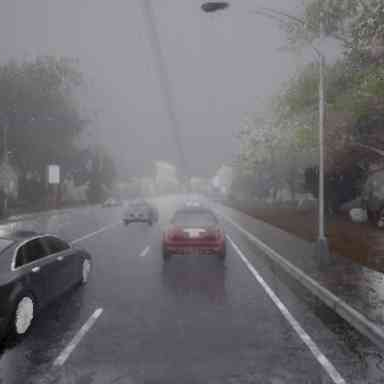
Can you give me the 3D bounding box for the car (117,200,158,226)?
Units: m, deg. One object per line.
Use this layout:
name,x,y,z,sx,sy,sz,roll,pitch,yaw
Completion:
car,-3.440,1.510,23.167,2.033,1.411,5.357,0,0,0

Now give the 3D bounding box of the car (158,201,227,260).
car,0.080,1.337,12.527,2.097,1.767,4.553,0,0,0

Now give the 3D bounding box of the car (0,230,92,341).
car,-3.449,1.500,6.477,1.837,1.490,4.892,0,0,0

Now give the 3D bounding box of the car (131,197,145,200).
car,-7.098,1.413,43.458,2.128,1.511,4.902,0,0,0

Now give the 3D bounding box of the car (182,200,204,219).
car,0.081,1.476,29.016,1.812,1.442,4.674,0,0,0

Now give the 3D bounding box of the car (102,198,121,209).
car,-10.592,1.484,44.539,1.994,1.385,4.181,0,0,0
